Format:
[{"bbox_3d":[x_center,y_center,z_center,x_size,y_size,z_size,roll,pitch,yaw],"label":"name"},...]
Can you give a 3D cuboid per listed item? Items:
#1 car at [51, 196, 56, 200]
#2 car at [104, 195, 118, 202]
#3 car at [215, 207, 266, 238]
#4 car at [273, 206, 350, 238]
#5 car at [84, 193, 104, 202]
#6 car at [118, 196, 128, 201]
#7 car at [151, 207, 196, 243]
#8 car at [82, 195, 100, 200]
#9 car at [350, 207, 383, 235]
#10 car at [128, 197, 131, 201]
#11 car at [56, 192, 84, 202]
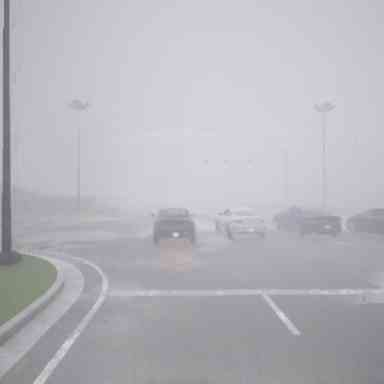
[{"bbox_3d":[-30.797,1.377,77.464,4.892,1.490,1.837,0,0,18],"label":"car"},{"bbox_3d":[-19.998,1.405,75.627,5.008,1.535,1.882,0,0,32],"label":"car"},{"bbox_3d":[2.441,1.504,17.409,1.812,1.442,4.674,0,0,-6],"label":"car"},{"bbox_3d":[5.926,1.454,17.700,1.882,1.535,5.008,0,0,-6],"label":"car"},{"bbox_3d":[-22.037,1.455,72.784,4.674,1.442,1.812,0,0,32],"label":"car"},{"bbox_3d":[-18.462,1.462,78.819,5.357,1.411,2.033,0,0,32],"label":"car"},{"bbox_3d":[-0.921,1.487,16.035,1.837,1.490,4.892,0,0,-6],"label":"car"},{"bbox_3d":[-26.307,1.391,86.978,4.181,1.385,1.994,0,0,21],"label":"car"},{"bbox_3d":[9.591,1.480,16.377,1.837,1.490,4.892,0,0,-6],"label":"car"},{"bbox_3d":[-17.313,1.513,82.250,4.718,1.301,1.895,0,0,32],"label":"car"},{"bbox_3d":[-26.234,1.414,71.336,5.008,1.535,1.882,0,0,28],"label":"car"}]
